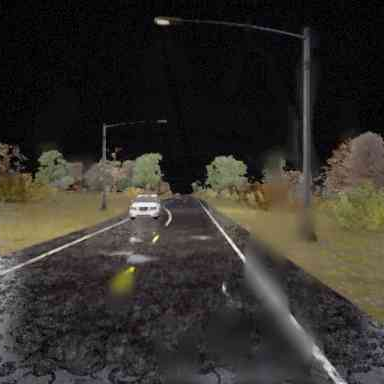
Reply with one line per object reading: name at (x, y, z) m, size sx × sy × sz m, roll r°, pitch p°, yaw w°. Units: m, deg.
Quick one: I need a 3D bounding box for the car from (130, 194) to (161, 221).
car at (-3.773, 1.235, 27.737) m, size 2.150 × 2.045 × 5.566 m, roll 0°, pitch 0°, yaw -2°
